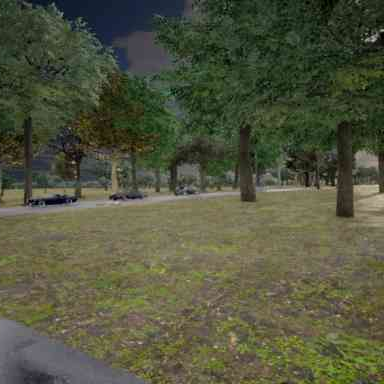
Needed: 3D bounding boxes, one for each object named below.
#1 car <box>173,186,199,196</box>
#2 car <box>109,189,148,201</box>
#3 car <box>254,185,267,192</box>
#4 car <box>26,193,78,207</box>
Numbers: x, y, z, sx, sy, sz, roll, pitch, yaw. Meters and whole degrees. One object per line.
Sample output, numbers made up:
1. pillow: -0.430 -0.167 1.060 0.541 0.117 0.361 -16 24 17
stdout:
1. car: -0.882 -0.153 50.882 1.837 1.490 4.892 -1 2 38
2. car: -7.865 0.324 41.839 2.033 1.411 5.357 -1 2 37
3. car: 12.364 -0.691 62.055 1.895 1.301 4.718 -1 2 37
4. car: -14.159 0.784 33.652 1.895 1.301 4.718 -1 2 38
